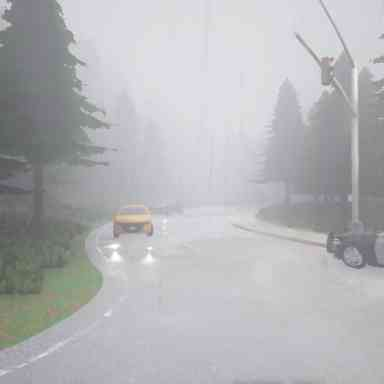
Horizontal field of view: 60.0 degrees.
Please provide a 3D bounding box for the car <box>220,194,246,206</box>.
[{"bbox_3d":[5.963,1.110,47.947,2.097,1.767,4.553,0,0,37],"label":"car"}]

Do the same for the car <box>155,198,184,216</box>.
[{"bbox_3d":[-2.315,1.380,31.254,1.882,1.535,5.008,0,1,19],"label":"car"}]

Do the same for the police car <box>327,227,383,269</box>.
[{"bbox_3d":[6.161,1.345,8.736,1.930,1.638,5.238,-3,1,-36],"label":"police car"}]

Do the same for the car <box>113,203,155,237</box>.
[{"bbox_3d":[-3.184,1.442,18.112,1.882,1.535,5.008,-1,0,-9],"label":"car"}]
